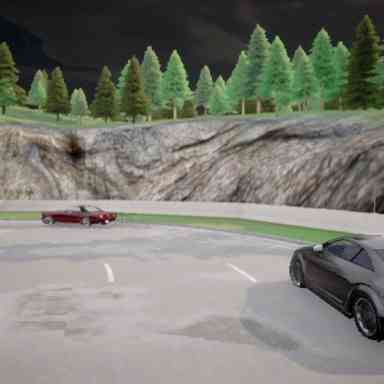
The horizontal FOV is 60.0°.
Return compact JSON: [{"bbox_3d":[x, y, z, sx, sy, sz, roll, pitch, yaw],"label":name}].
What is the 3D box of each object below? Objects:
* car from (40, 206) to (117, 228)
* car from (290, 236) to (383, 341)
[{"bbox_3d":[-7.283,1.506,21.185,4.718,1.301,1.895,0,0,22],"label":"car"},{"bbox_3d":[3.463,1.534,6.483,1.994,1.385,4.181,0,0,-3],"label":"car"}]
